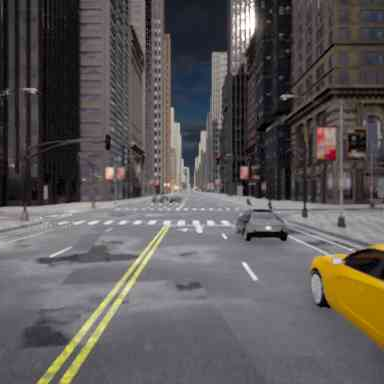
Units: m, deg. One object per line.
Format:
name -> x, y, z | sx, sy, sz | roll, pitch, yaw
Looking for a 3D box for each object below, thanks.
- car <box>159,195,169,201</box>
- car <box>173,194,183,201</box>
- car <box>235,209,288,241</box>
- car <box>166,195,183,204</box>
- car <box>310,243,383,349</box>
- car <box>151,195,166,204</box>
car -> -6.492, 1.436, 78.457 | 1.895, 1.301, 4.718 | 0, 0, 0
car -> -3.242, 1.366, 78.517 | 2.128, 1.511, 4.902 | 0, 0, 0
car -> 3.352, 1.540, 16.610 | 1.994, 1.385, 4.181 | 0, 0, 0
car -> -3.261, 1.432, 63.022 | 2.033, 1.411, 5.357 | 0, 0, 1
car -> 3.350, 1.470, 4.883 | 1.882, 1.535, 5.008 | 0, 0, 0
car -> -6.516, 1.410, 62.995 | 1.812, 1.442, 4.674 | 0, 0, 1
